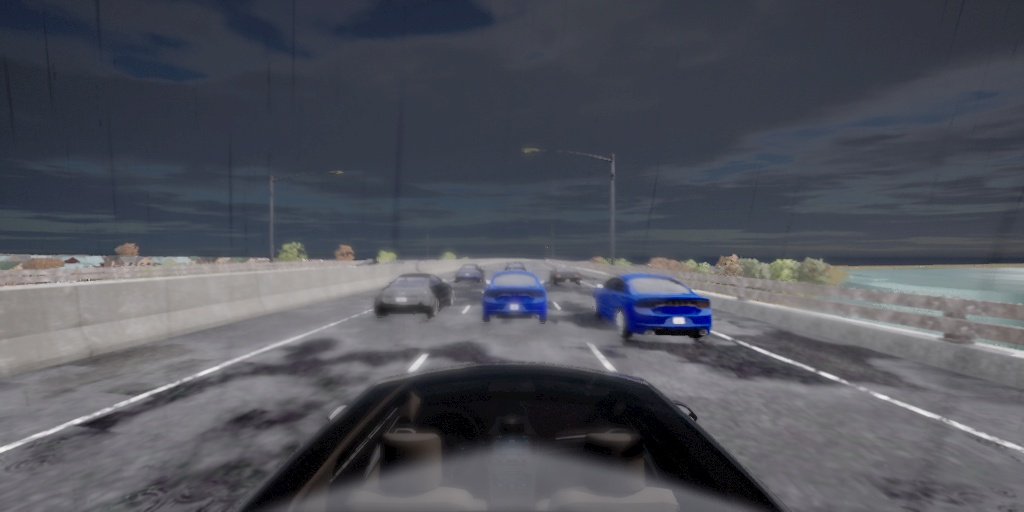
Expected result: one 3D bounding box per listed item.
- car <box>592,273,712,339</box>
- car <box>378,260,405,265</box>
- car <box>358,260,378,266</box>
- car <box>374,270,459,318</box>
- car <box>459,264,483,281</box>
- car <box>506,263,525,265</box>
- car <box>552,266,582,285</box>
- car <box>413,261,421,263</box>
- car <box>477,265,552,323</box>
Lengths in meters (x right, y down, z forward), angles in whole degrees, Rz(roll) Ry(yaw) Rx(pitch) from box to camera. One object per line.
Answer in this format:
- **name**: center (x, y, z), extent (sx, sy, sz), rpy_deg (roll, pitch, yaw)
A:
- **car**: center (3.583, 1.226, 10.114), extent (1.882, 1.535, 5.008), rpy_deg (0, 0, 1)
- **car**: center (-16.845, 1.292, 51.403), extent (2.128, 1.511, 4.902), rpy_deg (0, 0, 2)
- **car**: center (-20.340, 1.305, 51.528), extent (1.837, 1.490, 4.892), rpy_deg (0, 0, 2)
- **car**: center (-3.380, 1.310, 13.035), extent (1.994, 1.385, 4.181), rpy_deg (0, 0, 1)
- **car**: center (-3.212, 1.324, 28.069), extent (1.994, 1.385, 4.181), rpy_deg (0, 0, 1)
- **car**: center (0.276, 1.253, 27.448), extent (2.128, 1.511, 4.902), rpy_deg (0, 0, 1)
- **car**: center (3.745, 1.360, 25.982), extent (1.895, 1.301, 4.718), rpy_deg (0, 0, 1)
- **car**: center (-13.318, 1.367, 52.189), extent (1.994, 1.385, 4.181), rpy_deg (0, 0, 2)
- **car**: center (0.107, 1.225, 12.093), extent (1.882, 1.535, 5.008), rpy_deg (0, 0, 1)
